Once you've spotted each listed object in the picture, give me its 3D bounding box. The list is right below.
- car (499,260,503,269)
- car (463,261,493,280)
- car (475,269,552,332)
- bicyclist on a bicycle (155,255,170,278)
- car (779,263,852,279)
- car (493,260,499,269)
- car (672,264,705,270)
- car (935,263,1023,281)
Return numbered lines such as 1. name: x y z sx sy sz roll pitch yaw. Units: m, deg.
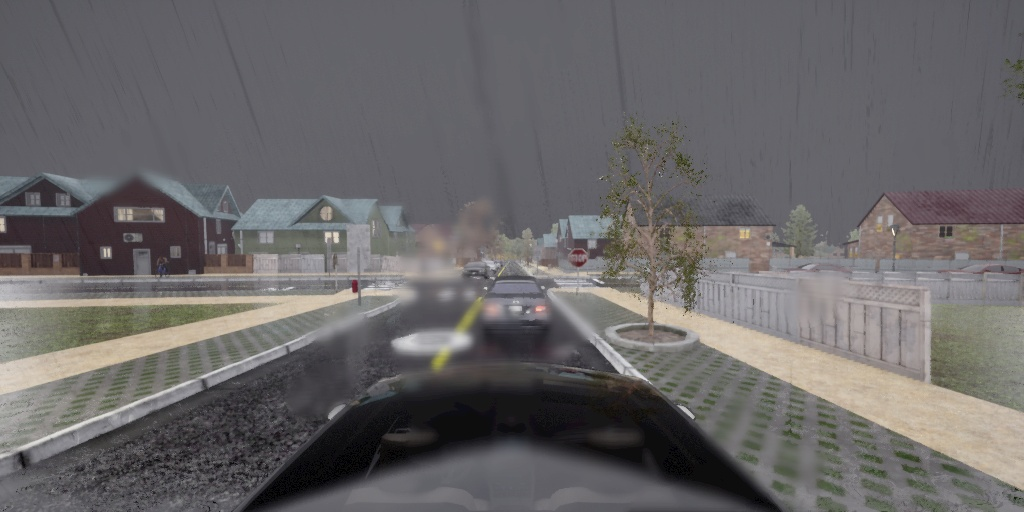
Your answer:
1. car: -2.819 1.407 55.369 1.895 1.301 4.718 0 0 0
2. car: -2.859 1.172 29.417 1.837 1.490 4.892 0 -3 0
3. car: 0.103 1.291 10.820 2.033 1.411 5.357 0 0 0
4. bicyclist on a bicycle: -24.881 0.759 25.543 0.582 1.620 1.656 0 3 -16
5. car: 22.362 1.239 26.440 4.674 1.442 1.812 0 3 6
6. car: -2.847 1.297 42.969 1.812 1.442 4.674 0 0 0
7. car: 12.570 1.241 27.133 4.181 1.385 1.994 0 3 2
8. car: 32.765 1.270 24.850 5.008 1.535 1.882 1 3 11
